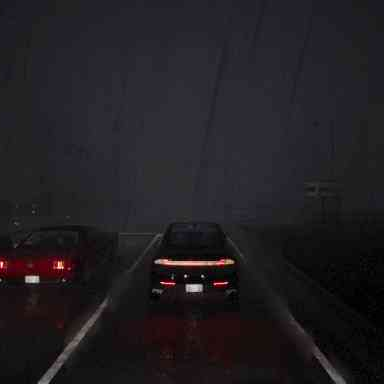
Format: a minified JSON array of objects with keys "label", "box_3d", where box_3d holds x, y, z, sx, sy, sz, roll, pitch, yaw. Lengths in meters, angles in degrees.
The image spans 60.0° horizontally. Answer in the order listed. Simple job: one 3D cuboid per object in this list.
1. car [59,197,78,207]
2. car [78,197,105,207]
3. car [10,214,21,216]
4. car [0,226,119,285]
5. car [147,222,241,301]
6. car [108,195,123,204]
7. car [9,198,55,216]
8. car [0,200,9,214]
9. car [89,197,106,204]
[{"label":"car","box_3d":[-18.576,1.526,50.749,1.812,1.442,4.674,0,0,0]},{"label":"car","box_3d":[-15.078,1.564,50.206,1.994,1.385,4.181,0,0,0]},{"label":"car","box_3d":[-6.937,1.547,8.756,2.033,1.411,5.357,0,0,0]},{"label":"car","box_3d":[-3.432,1.601,9.415,1.895,1.301,4.718,0,0,0]},{"label":"car","box_3d":[0.060,1.492,8.329,2.128,1.511,4.902,0,0,0]},{"label":"car","box_3d":[-15.000,1.352,65.092,2.097,1.767,4.553,0,0,0]},{"label":"car","box_3d":[-15.090,1.352,32.082,2.097,1.767,4.553,0,0,0]},{"label":"car","box_3d":[-18.590,1.477,31.284,1.882,1.535,5.008,0,0,0]},{"label":"car","box_3d":[-18.488,1.600,65.127,1.895,1.301,4.718,0,0,0]}]
